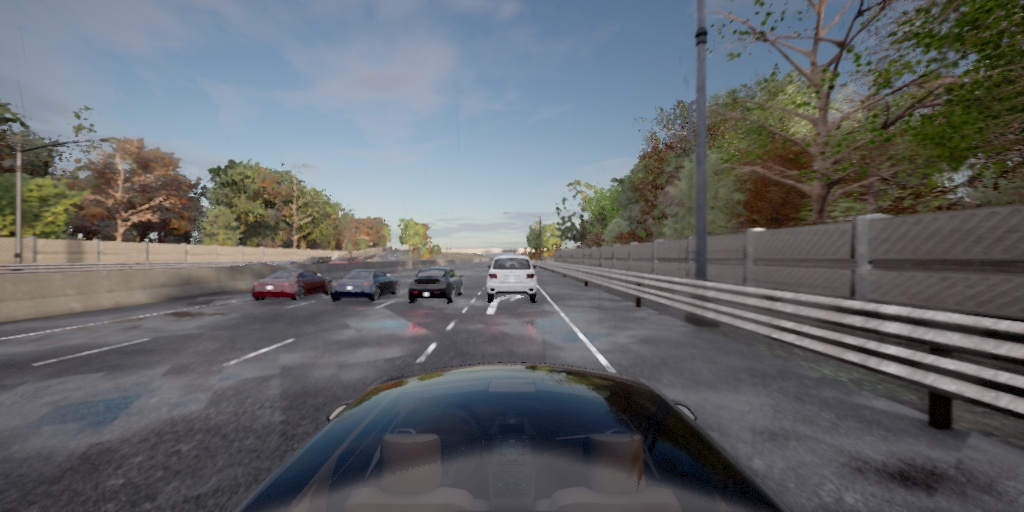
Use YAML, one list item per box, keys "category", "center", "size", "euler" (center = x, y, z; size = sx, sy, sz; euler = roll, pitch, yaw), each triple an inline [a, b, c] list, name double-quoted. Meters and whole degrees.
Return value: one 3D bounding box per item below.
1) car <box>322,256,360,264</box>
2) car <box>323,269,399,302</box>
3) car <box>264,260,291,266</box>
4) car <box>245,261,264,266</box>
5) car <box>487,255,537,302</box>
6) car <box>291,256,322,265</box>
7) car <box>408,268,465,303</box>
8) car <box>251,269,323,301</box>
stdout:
- category: "car"
  center: [-21.084, 1.042, 45.239]
  size: [2.150, 2.045, 5.566]
  euler: [0, 0, 1]
- category: "car"
  center: [-6.908, 1.330, 17.253]
  size: [1.994, 1.385, 4.181]
  euler: [0, 0, 0]
- category: "car"
  center: [-28.079, 1.290, 44.927]
  size: [1.882, 1.535, 5.008]
  euler: [0, 0, 1]
- category: "car"
  center: [-31.578, 1.371, 44.694]
  size: [1.994, 1.385, 4.181]
  euler: [0, 0, 0]
- category: "car"
  center: [-0.010, 0.997, 17.330]
  size: [2.150, 2.045, 5.566]
  euler: [0, 0, 0]
- category: "car"
  center: [-24.577, 1.036, 44.950]
  size: [2.150, 2.045, 5.566]
  euler: [0, 0, 1]
- category: "car"
  center: [-3.409, 1.275, 16.680]
  size: [1.837, 1.490, 4.892]
  euler: [0, 0, 0]
- category: "car"
  center: [-10.408, 1.326, 17.411]
  size: [1.994, 1.385, 4.181]
  euler: [0, 0, 0]
